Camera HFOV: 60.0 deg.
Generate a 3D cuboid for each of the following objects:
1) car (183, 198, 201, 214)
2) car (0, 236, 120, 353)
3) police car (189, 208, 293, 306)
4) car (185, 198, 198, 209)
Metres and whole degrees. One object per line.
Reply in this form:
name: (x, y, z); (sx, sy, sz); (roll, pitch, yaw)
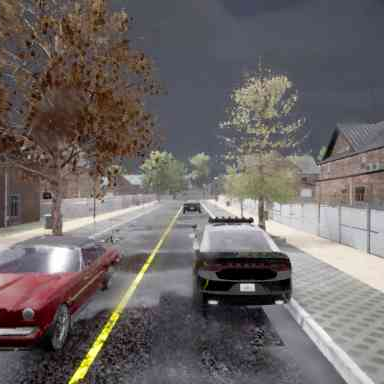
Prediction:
car: (0.004, 1.503, 36.266); (1.882, 1.535, 5.008); (0, 0, 0)
car: (-2.763, 1.604, 6.273); (1.895, 1.301, 4.718); (0, 0, 0)
police car: (0.946, 1.430, 8.275); (1.930, 1.638, 5.238); (0, 0, 0)
car: (-0.045, 1.563, 46.712); (1.812, 1.442, 4.674); (0, 0, 0)
